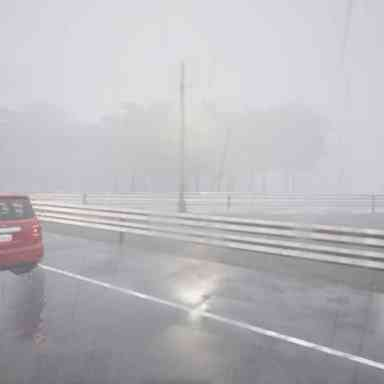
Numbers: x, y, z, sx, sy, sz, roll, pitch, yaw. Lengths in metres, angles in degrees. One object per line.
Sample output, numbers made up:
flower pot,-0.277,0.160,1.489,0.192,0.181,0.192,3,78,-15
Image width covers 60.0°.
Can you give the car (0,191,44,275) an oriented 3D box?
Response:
car,-5.956,0.953,8.329,5.566,2.045,2.150,2,1,36
